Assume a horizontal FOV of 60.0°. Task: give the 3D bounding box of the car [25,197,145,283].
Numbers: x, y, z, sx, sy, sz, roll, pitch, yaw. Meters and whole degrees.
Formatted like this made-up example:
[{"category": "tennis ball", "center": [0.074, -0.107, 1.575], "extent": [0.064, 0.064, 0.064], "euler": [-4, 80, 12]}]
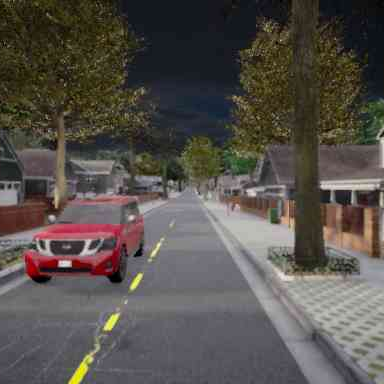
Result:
[{"category": "car", "center": [-2.754, 1.198, 9.973], "extent": [2.150, 2.045, 5.566], "euler": [0, 0, 0]}]
